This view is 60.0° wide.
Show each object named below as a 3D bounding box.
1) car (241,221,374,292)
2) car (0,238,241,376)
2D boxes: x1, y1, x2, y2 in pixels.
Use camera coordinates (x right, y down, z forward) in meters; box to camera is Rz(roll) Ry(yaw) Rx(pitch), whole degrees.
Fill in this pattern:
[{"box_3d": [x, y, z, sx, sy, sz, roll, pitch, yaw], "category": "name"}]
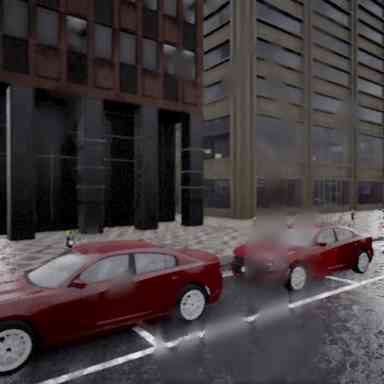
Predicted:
[{"box_3d": [3.040, 1.501, 8.811, 4.507, 1.381, 1.887, 0, 0, -35], "category": "car"}, {"box_3d": [-1.522, 1.534, 5.559, 4.507, 1.381, 1.887, 0, 0, -35], "category": "car"}]
